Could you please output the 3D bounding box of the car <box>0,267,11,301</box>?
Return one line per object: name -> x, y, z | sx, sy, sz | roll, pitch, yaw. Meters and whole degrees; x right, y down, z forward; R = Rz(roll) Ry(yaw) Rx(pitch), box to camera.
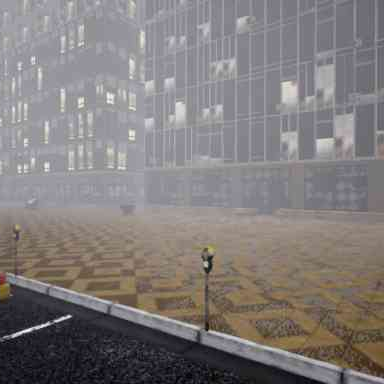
car -> -5.589, 1.526, 6.827 | 4.829, 1.417, 1.752 | 0, 0, 35
